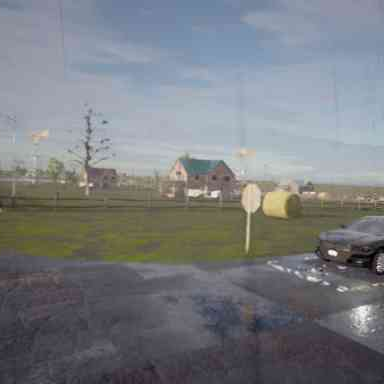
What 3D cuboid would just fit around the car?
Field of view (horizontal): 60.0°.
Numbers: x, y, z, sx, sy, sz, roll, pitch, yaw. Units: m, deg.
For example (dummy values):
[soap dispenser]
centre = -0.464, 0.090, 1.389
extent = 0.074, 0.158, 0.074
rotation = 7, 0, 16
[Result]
[car]
centre = 6.150, 1.535, 10.792
extent = 5.008, 1.535, 1.882
rotation = 2, 2, -32
